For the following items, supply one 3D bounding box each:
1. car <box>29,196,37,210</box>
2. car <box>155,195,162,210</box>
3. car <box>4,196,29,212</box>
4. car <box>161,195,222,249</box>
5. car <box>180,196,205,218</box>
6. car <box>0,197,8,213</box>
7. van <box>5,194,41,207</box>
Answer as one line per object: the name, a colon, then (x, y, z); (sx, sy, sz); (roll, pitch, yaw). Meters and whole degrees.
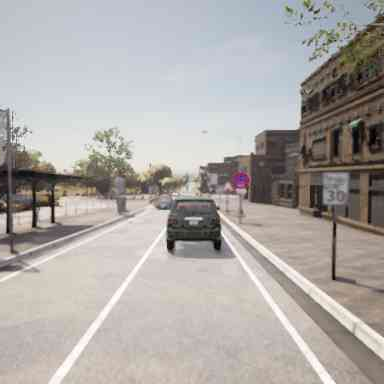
car: (-22.173, 1.566, 40.565); (4.792, 1.488, 2.163); (0, 0, 0)
car: (-3.368, 1.219, 40.692); (2.128, 1.511, 4.902); (0, 7, 0)
car: (-21.953, 1.529, 37.788); (5.366, 1.575, 1.946); (0, 0, 0)
car: (0.076, 1.232, 14.717); (2.150, 2.045, 5.566); (0, 0, 0)
car: (0.067, 1.310, 30.461); (2.097, 1.767, 4.553); (0, 1, 0)
car: (-22.162, 1.557, 35.013); (4.792, 1.488, 2.163); (0, 0, 0)
van: (-22.032, 1.316, 43.339); (4.442, 1.987, 1.878); (0, 0, 0)
